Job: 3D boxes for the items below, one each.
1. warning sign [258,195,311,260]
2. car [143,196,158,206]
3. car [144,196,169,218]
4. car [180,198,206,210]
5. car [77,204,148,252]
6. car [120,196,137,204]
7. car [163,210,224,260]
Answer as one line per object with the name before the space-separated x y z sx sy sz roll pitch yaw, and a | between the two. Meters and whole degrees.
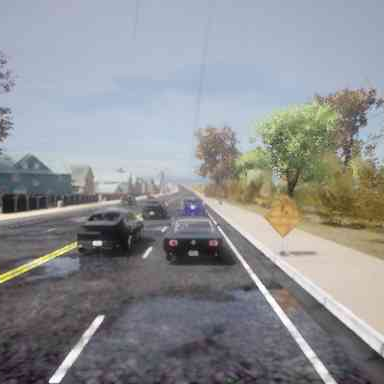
warning sign | 2.884 1.086 10.530 1.300 1.860 1.060 2 2 0
car | -6.549 1.357 53.175 1.812 1.442 4.674 0 0 0
car | -3.170 1.419 28.807 1.837 1.490 4.892 0 1 0
car | 0.077 1.266 28.344 2.097 1.767 4.553 0 0 0
car | -3.174 1.466 13.627 1.837 1.490 4.892 0 0 0
car | -9.809 1.341 51.631 1.837 1.490 4.892 0 1 0
car | 0.067 1.565 12.288 1.895 1.301 4.718 0 0 0
